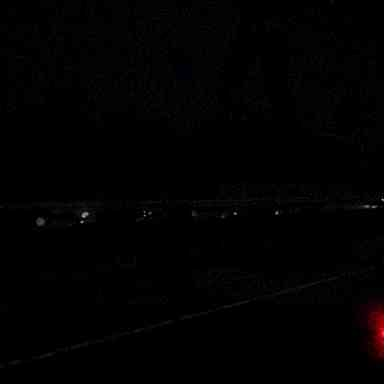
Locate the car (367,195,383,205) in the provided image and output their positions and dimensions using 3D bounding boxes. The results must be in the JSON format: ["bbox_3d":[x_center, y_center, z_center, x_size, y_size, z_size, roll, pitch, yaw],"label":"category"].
[{"bbox_3d":[27.980,1.142,49.650,4.902,1.511,2.128,-1,1,-35],"label":"car"}]

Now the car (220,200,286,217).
[{"bbox_3d":[4.175,1.455,24.154,4.902,1.511,2.128,0,0,-35],"label":"car"}]

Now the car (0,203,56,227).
[{"bbox_3d":[-11.242,1.477,20.878,5.008,1.535,1.882,0,0,-38],"label":"car"}]

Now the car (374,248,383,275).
[{"bbox_3d":[6.750,1.593,8.555,4.718,1.301,1.895,0,0,-35],"label":"car"}]

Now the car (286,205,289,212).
[{"bbox_3d":[6.550,1.478,30.152,5.357,1.411,2.033,-1,0,-37],"label":"car"}]

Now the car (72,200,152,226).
[{"bbox_3d":[-5.310,1.347,21.577,4.553,1.767,2.097,0,0,-35],"label":"car"}]

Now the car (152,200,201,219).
[{"bbox_3d":[-1.453,1.465,28.541,4.902,1.511,2.128,0,0,-37],"label":"car"}]
